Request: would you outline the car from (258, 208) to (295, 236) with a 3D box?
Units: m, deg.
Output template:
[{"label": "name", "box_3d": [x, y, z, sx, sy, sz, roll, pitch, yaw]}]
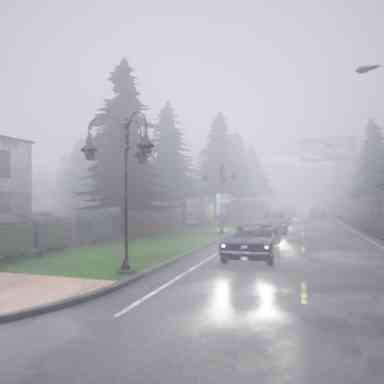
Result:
[{"label": "car", "box_3d": [5.658, 2.103, 22.774, 2.128, 1.511, 4.902, -1, -2, 18]}]

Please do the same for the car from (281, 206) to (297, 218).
[{"label": "car", "box_3d": [13.409, 2.743, 45.799, 1.837, 1.490, 4.892, -1, -2, 19]}]

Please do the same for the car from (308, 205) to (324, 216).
[{"label": "car", "box_3d": [19.285, 2.855, 52.036, 2.128, 1.511, 4.902, -1, -2, 18]}]

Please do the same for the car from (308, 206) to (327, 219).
[{"label": "car", "box_3d": [16.123, 2.669, 42.506, 1.994, 1.385, 4.181, -1, -2, 18]}]

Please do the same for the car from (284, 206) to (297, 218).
[{"label": "car", "box_3d": [9.013, 2.432, 32.833, 2.033, 1.411, 5.357, -1, -2, 18]}]

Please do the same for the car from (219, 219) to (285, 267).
[{"label": "car", "box_3d": [2.425, 1.950, 13.078, 1.895, 1.301, 4.718, -1, -2, 19]}]
